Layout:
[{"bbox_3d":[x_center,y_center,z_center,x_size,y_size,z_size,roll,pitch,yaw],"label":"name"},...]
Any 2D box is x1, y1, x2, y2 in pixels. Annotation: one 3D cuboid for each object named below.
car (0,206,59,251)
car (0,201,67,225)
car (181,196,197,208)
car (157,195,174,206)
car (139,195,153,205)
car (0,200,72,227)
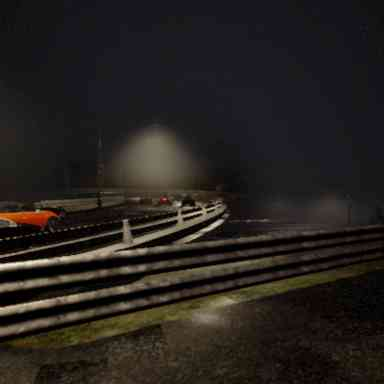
[{"bbox_3d":[-7.008,1.432,10.808,2.128,1.511,4.902,0,0,20],"label":"car"},{"bbox_3d":[-8.775,1.267,16.608,2.097,1.767,4.553,0,0,17],"label":"car"},{"bbox_3d":[-0.406,1.333,44.737,1.837,1.490,4.892,0,0,3],"label":"car"},{"bbox_3d":[-3.834,1.156,48.838,2.097,1.767,4.553,0,0,1],"label":"car"},{"bbox_3d":[-7.415,1.268,53.908,2.128,1.511,4.902,0,0,-2],"label":"car"},{"bbox_3d":[-10.625,1.378,22.838,2.128,1.511,4.902,0,0,14],"label":"car"}]
